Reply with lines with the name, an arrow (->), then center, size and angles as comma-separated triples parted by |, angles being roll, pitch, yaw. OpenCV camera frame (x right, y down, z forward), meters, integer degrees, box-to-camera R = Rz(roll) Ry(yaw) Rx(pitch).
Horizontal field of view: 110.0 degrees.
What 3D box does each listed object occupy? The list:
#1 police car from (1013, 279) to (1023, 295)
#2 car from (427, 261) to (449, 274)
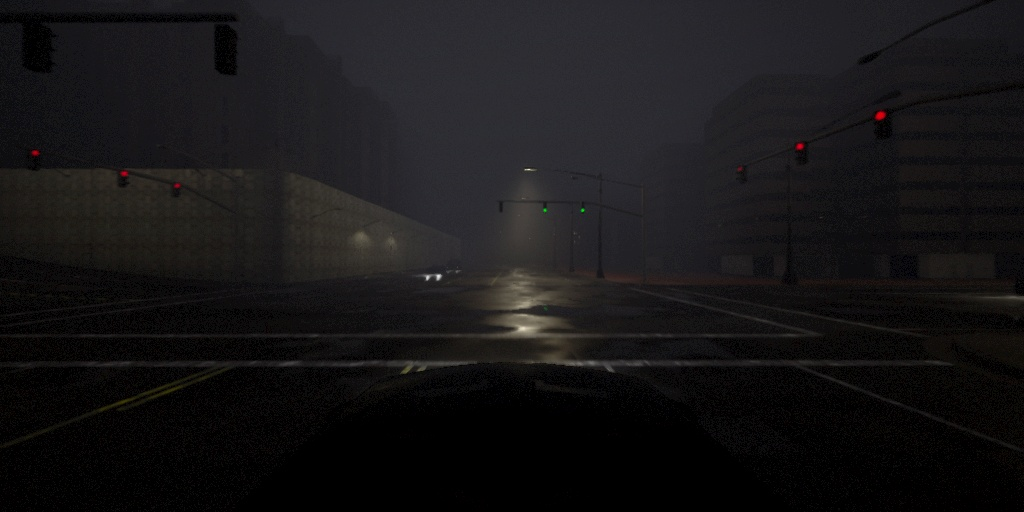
police car -> 29.677, 1.406, 18.905 | 4.974, 1.542, 2.038 | 0, -1, 0
car -> -10.532, 1.787, 50.051 | 1.895, 1.301, 4.718 | 0, -1, 0
